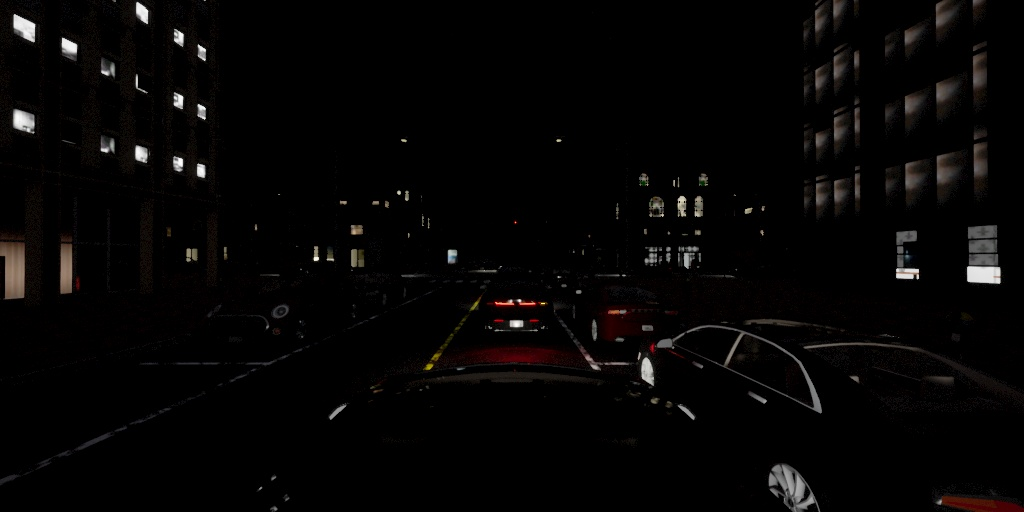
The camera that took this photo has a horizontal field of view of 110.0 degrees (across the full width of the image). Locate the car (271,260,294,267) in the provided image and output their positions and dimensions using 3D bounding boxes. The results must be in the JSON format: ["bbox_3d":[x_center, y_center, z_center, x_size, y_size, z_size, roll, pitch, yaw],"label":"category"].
[{"bbox_3d":[-25.456,1.197,41.512,4.829,1.417,1.751,0,0,1],"label":"car"}]

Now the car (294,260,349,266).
[{"bbox_3d":[-18.334,1.162,35.616,4.902,1.511,2.128,0,0,1],"label":"car"}]

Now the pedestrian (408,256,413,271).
[{"bbox_3d":[-12.554,0.885,44.265,0.375,1.860,0.375,0,-1,1],"label":"pedestrian"}]

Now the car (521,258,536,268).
[{"bbox_3d":[2.687,1.322,53.119,1.948,1.339,4.313,0,0,0],"label":"car"}]

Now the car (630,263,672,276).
[{"bbox_3d":[14.809,1.403,38.306,4.181,1.385,1.994,0,0,1],"label":"car"}]

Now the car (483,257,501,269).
[{"bbox_3d":[-3.087,1.234,53.804,1.882,1.535,5.008,0,0,1],"label":"car"}]

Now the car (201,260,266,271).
[{"bbox_3d":[-25.417,1.177,33.130,4.403,1.370,2.007,0,0,1],"label":"car"}]

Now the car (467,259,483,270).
[{"bbox_3d":[-5.693,1.338,53.132,1.802,1.307,4.207,0,0,0],"label":"car"}]

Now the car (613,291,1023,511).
[{"bbox_3d":[2.691,1.301,3.653,2.007,1.370,4.403,0,0,0],"label":"car"}]

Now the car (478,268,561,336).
[{"bbox_3d":[0.100,1.255,10.363,1.837,1.490,4.892,0,0,0],"label":"car"}]

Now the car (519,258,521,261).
[{"bbox_3d":[2.687,1.340,64.161,1.802,1.307,4.207,0,0,0],"label":"car"}]

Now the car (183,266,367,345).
[{"bbox_3d":[-5.690,1.190,9.361,1.967,1.591,4.097,0,0,0],"label":"car"}]

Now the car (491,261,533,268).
[{"bbox_3d":[0.095,1.230,20.552,1.882,1.535,5.008,0,0,2],"label":"car"}]

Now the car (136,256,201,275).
[{"bbox_3d":[-30.953,0.917,33.215,5.009,1.841,2.192,0,0,1],"label":"car"}]

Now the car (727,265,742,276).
[{"bbox_3d":[25.482,1.417,38.144,4.674,1.442,1.812,0,0,1],"label":"car"}]

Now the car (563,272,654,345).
[{"bbox_3d":[2.690,1.296,9.345,1.888,1.381,4.507,0,0,0],"label":"car"}]

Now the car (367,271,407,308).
[{"bbox_3d":[-5.691,1.302,15.053,2.007,1.370,4.403,0,0,0],"label":"car"}]

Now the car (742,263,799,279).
[{"bbox_3d":[23.641,1.433,32.343,4.207,1.307,1.802,0,0,1],"label":"car"}]

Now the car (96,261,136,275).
[{"bbox_3d":[-36.490,1.130,33.300,4.403,1.370,2.007,0,0,1],"label":"car"}]

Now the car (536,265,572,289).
[{"bbox_3d":[2.690,1.302,20.729,2.007,1.370,4.403,0,0,0],"label":"car"}]
